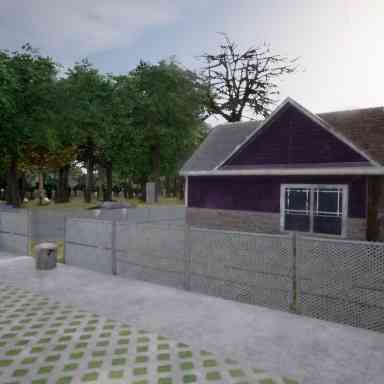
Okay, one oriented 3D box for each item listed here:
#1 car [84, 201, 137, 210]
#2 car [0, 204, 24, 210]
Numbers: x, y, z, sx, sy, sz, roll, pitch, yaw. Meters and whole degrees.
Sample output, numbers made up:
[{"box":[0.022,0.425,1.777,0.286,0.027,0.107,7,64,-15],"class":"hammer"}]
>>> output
[{"box":[-7.345,1.540,30.591,2.033,1.411,5.357,2,1,36],"class":"car"},{"box":[-13.496,1.548,22.077,1.812,1.442,4.674,2,1,36],"class":"car"}]
